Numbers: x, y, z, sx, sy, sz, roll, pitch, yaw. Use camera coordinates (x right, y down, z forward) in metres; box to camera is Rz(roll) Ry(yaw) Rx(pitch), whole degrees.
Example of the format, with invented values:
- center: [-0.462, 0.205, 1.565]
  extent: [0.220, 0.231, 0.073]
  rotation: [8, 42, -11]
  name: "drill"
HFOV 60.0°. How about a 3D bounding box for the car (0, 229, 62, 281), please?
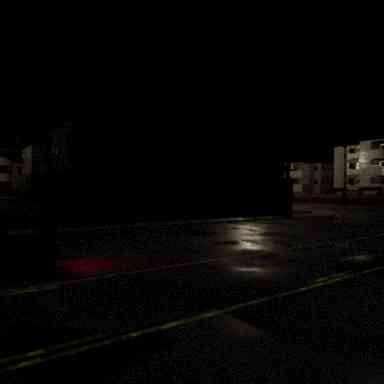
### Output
- center: [-5.944, 1.600, 8.338]
  extent: [4.718, 1.301, 1.895]
  rotation: [0, 0, -35]
  name: "car"
